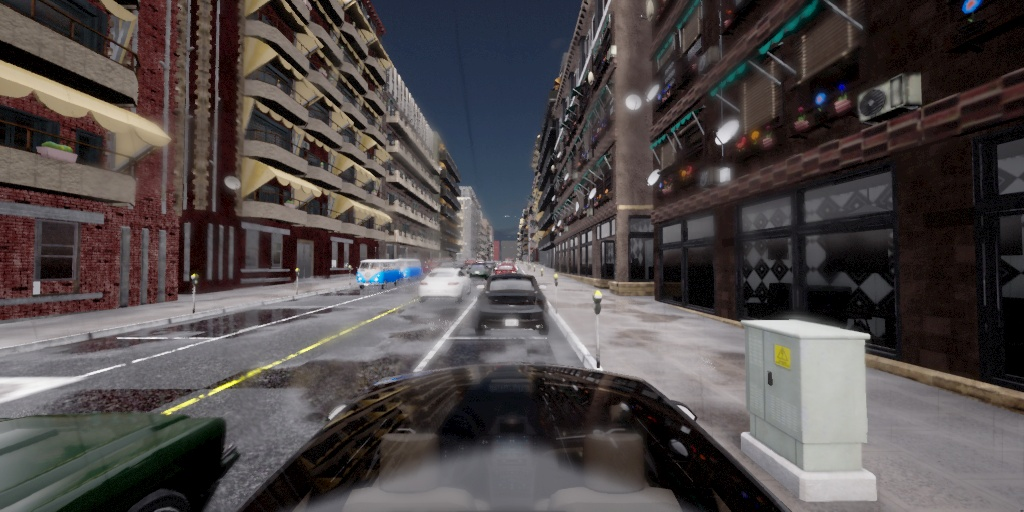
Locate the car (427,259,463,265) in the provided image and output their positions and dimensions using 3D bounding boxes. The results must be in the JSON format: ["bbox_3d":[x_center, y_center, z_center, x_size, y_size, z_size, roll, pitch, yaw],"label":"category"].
[{"bbox_3d":[-5.863,1.289,31.983,1.837,1.490,4.892,0,0,0],"label":"car"}]

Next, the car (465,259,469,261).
[{"bbox_3d":[-8.335,1.410,55.786,1.948,1.339,4.313,0,0,0],"label":"car"}]

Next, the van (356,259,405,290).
[{"bbox_3d":[-8.335,1.108,22.603,1.690,1.789,3.998,0,0,0],"label":"van"}]

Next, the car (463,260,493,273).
[{"bbox_3d":[-2.930,1.348,32.187,1.994,1.385,4.181,0,0,0],"label":"car"}]

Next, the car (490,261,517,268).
[{"bbox_3d":[-0.452,1.322,28.072,1.888,1.381,4.507,0,0,0],"label":"car"}]

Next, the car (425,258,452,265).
[{"bbox_3d":[-8.335,1.115,39.194,2.192,1.841,5.009,0,0,0],"label":"car"}]

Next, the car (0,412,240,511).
[{"bbox_3d":[-2.929,1.350,0.453,1.895,1.301,4.718,0,0,0],"label":"car"}]

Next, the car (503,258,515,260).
[{"bbox_3d":[-0.445,1.240,39.134,1.967,1.591,4.097,0,0,0],"label":"car"}]

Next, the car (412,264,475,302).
[{"bbox_3d":[-3.021,1.286,16.769,1.812,1.442,4.674,0,0,0],"label":"car"}]

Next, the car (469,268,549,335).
[{"bbox_3d":[0.000,1.259,10.503,1.837,1.490,4.892,0,0,0],"label":"car"}]

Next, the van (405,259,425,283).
[{"bbox_3d":[-8.335,1.118,28.134,1.690,1.789,3.998,0,0,0],"label":"van"}]
